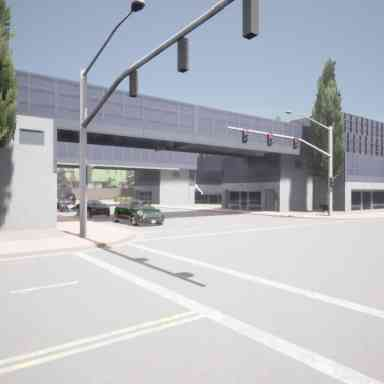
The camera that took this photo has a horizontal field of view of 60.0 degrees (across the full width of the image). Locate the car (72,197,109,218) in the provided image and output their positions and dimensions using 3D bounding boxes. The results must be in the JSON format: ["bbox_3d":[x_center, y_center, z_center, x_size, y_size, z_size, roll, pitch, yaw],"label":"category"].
[{"bbox_3d":[-9.268,1.478,31.001,1.882,1.535,5.008,0,0,-36],"label":"car"}]

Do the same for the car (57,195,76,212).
[{"bbox_3d":[-14.846,1.492,38.674,2.128,1.511,4.902,0,0,-36],"label":"car"}]

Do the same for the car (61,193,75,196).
[{"bbox_3d":[-23.706,1.221,63.055,2.150,2.045,5.566,0,0,-36],"label":"car"}]

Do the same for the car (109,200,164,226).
[{"bbox_3d":[-3.820,1.352,23.514,2.097,1.767,4.553,0,0,-36],"label":"car"}]
